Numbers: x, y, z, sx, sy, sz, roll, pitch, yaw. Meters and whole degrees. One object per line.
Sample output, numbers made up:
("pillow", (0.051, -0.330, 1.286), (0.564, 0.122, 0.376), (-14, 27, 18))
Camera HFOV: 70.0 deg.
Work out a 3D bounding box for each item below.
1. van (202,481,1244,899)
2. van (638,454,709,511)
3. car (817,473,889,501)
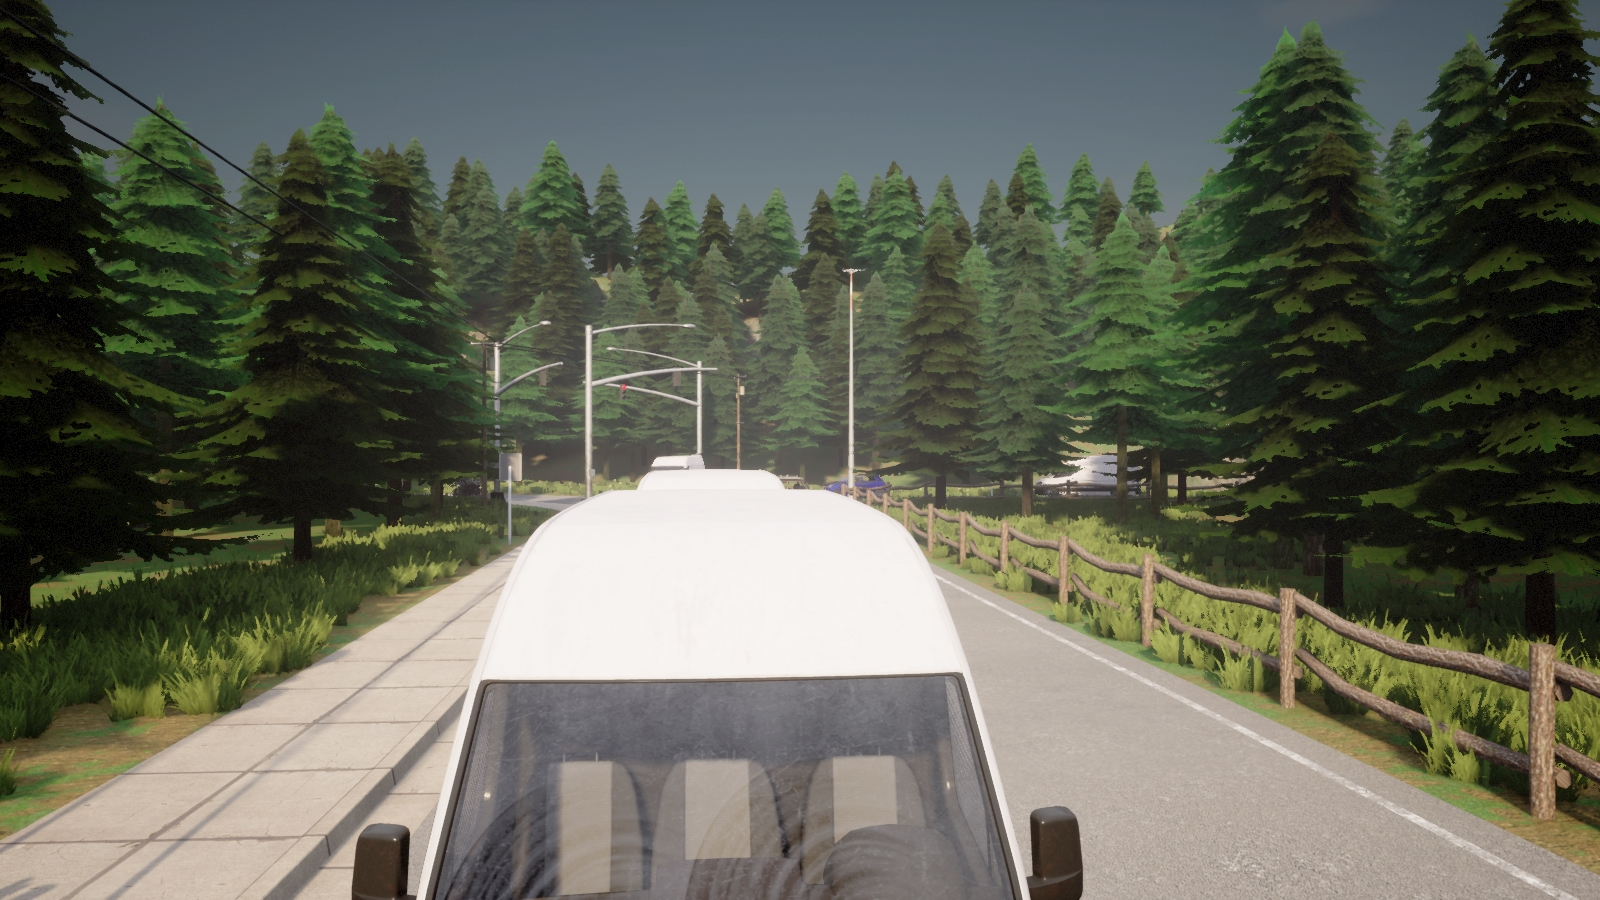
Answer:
("van", (-0.346, 1.499, 5.134), (1.988, 2.561, 5.915), (0, 0, -5))
("van", (-6.013, 1.513, 55.139), (1.988, 2.561, 5.915), (-1, 0, 8))
("car", (2.938, 2.038, 63.756), (3.633, 1.501, 1.845), (0, 0, -16))
